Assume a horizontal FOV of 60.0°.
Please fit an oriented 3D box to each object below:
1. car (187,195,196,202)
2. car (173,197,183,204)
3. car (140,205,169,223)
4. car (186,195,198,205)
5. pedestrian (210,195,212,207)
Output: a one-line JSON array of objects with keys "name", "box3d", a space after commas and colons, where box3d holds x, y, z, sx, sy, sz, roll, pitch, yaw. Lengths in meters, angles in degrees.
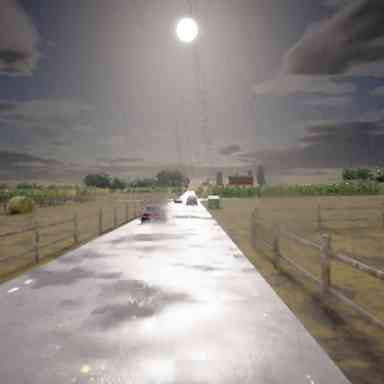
[{"name": "car", "box3d": [-0.013, 1.441, 72.757, 1.882, 1.535, 5.008, 0, 0, 0]}, {"name": "car", "box3d": [-2.765, 1.633, 66.767, 2.033, 1.411, 5.357, 0, 0, 0]}, {"name": "car", "box3d": [-2.853, 1.668, 26.043, 1.895, 1.301, 4.718, 0, 0, 0]}, {"name": "car", "box3d": [0.003, 1.613, 58.707, 1.812, 1.442, 4.674, 0, 0, 0]}, {"name": "pedestrian", "box3d": [2.816, 1.354, 49.683, 0.375, 1.860, 0.375, 0, 0, -15]}]
